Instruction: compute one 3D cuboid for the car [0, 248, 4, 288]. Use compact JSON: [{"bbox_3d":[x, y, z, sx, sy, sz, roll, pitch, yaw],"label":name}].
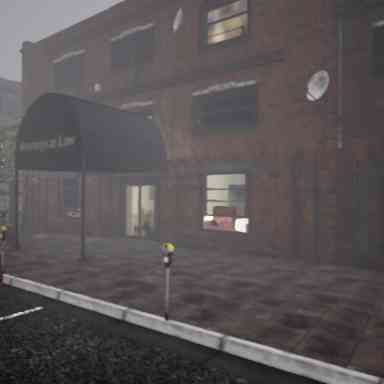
[{"bbox_3d":[-6.006,1.380,7.138,5.009,1.841,2.192,-1,1,35],"label":"car"}]
